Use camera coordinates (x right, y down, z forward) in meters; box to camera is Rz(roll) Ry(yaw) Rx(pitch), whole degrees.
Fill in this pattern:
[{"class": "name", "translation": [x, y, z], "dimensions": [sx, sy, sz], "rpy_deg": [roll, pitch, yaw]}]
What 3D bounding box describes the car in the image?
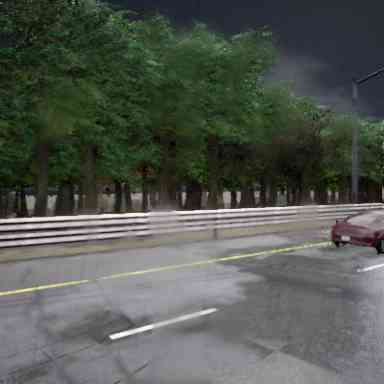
[{"class": "car", "translation": [7.447, 1.510, 13.390], "dimensions": [4.674, 1.442, 1.812], "rpy_deg": [0, 0, -35]}]
